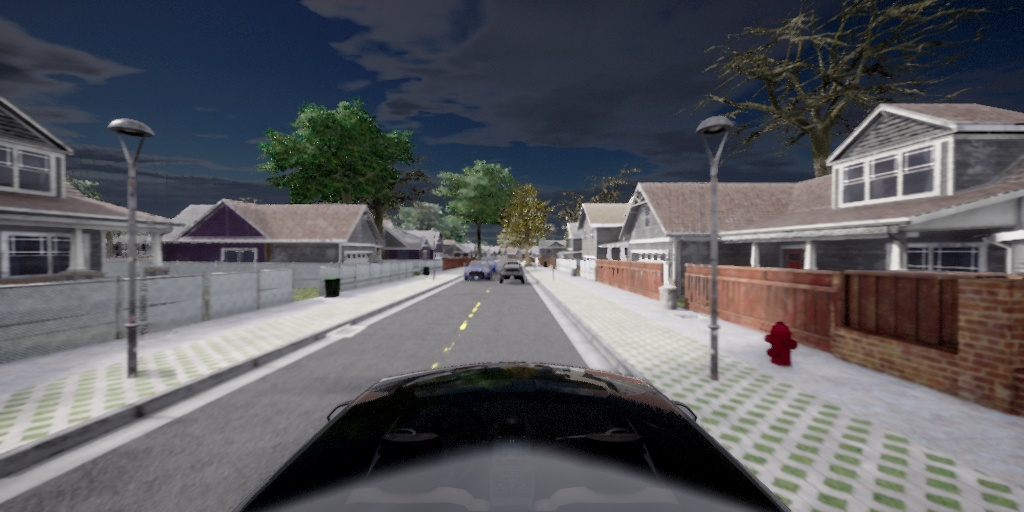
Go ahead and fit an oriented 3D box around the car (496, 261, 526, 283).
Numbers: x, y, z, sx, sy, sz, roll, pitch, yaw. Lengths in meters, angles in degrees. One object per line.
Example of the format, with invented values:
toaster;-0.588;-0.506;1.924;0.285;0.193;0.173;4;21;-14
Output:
car;0.024;1.244;27.533;1.837;1.490;4.892;0;0;1

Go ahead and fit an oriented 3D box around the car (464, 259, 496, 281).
car;-2.753;1.089;29.942;2.097;1.767;4.553;0;0;0

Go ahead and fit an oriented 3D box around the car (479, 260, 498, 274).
car;-2.756;1.222;42.352;1.882;1.535;5.008;0;0;0
